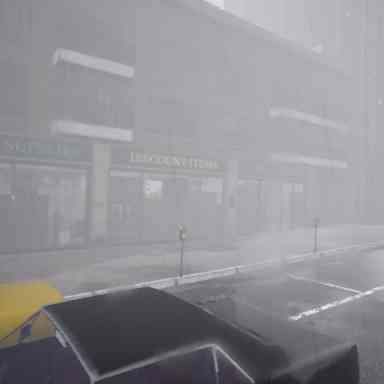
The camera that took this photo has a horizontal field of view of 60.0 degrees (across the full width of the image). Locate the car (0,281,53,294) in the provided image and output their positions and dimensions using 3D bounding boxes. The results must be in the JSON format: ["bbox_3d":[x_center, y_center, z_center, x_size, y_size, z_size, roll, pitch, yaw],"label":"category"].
[{"bbox_3d":[-3.764,1.525,3.386,4.829,1.417,1.752,0,2,-35],"label":"car"}]

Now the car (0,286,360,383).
[{"bbox_3d":[-0.834,1.601,2.476,4.718,1.301,1.895,0,0,-36],"label":"car"}]
